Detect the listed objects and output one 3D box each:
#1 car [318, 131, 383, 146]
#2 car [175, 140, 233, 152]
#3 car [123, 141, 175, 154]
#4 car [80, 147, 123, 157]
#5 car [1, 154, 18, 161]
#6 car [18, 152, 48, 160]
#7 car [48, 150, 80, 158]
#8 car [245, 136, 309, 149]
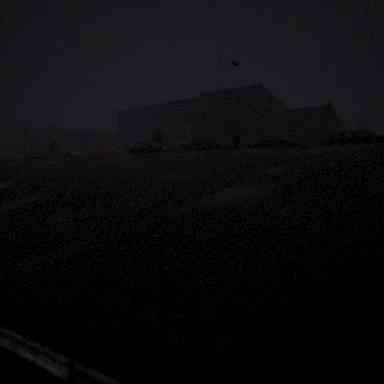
[{"bbox_3d":[11.124,-3.354,22.395,4.892,1.521,2.231,1,1,27],"label":"car"},{"bbox_3d":[1.428,-3.529,27.461,4.792,1.488,2.163,1,1,29],"label":"car"},{"bbox_3d":[-3.564,-3.790,30.261,4.553,1.767,2.185,1,1,31],"label":"car"},{"bbox_3d":[-8.318,-3.767,33.077,5.008,1.535,2.097,1,1,32],"label":"car"},{"bbox_3d":[-22.244,-4.047,42.135,4.892,1.521,2.231,1,0,34],"label":"car"},{"bbox_3d":[-17.677,-3.967,39.035,4.892,1.521,2.231,1,1,34],"label":"car"},{"bbox_3d":[-13.030,-3.829,36.006,4.674,1.452,2.002,1,1,33],"label":"car"},{"bbox_3d":[6.292,-3.416,24.853,4.674,1.452,2.002,1,1,28],"label":"car"}]
